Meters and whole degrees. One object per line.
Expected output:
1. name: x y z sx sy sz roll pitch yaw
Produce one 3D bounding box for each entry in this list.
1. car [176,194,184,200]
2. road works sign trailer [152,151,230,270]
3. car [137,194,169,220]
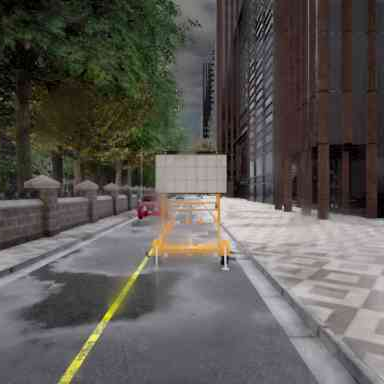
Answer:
1. car: -3.244 1.315 90.446 2.097 1.767 4.553 0 0 0
2. road works sign trailer: -0.029 0.464 11.017 2.380 3.560 2.880 0 0 0
3. car: -3.176 1.208 28.007 2.150 2.045 5.566 0 0 0
